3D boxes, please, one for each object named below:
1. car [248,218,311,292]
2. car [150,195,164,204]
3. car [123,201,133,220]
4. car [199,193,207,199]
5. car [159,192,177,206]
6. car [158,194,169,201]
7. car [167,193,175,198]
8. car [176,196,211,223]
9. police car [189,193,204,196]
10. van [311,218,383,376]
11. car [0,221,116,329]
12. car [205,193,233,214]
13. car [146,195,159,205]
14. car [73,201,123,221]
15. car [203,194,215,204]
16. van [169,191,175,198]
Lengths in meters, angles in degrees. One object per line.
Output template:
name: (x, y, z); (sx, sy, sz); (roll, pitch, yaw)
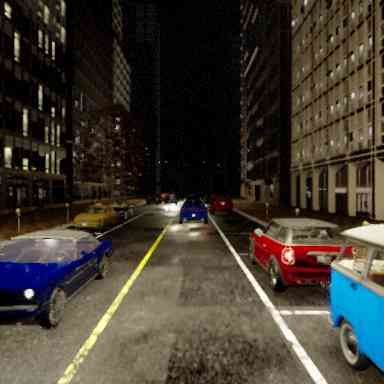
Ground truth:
car: (2.696, 1.380, 8.759); (1.967, 1.590, 4.097); (0, 0, 0)
car: (-5.671, 1.170, 54.311); (1.947, 1.339, 4.313); (0, 0, 0)
car: (-5.680, 1.368, 25.850); (2.008, 1.369, 4.403); (0, 0, 0)
car: (2.718, 0.942, 82.756); (1.947, 1.339, 4.313); (0, 0, 0)
car: (-3.069, 1.142, 48.173); (2.128, 1.511, 4.902); (0, 1, 0)
car: (-5.667, 1.096, 65.694); (1.802, 1.307, 4.206); (0, 0, 0)
car: (-5.661, 0.874, 88.463); (1.887, 1.381, 4.507); (0, 0, 0)
car: (0.106, 1.310, 23.809); (1.882, 1.535, 5.008); (0, 1, 0)
police car: (0.111, 1.127, 41.502); (1.930, 1.638, 5.238); (0, 1, 0)
van: (2.694, 1.320, 3.067); (1.690, 1.788, 3.998); (0, 0, 0)
car: (-3.098, 1.552, 6.984); (1.895, 1.301, 4.718); (0, 0, 0)
car: (2.704, 1.091, 31.526); (2.192, 1.841, 5.009); (0, 0, 0)
car: (-5.673, 1.199, 48.618); (2.008, 1.369, 4.403); (0, 0, 0)
car: (-5.682, 1.385, 19.986); (1.752, 1.417, 4.829); (0, 0, 0)
car: (2.710, 1.128, 54.465); (1.752, 1.417, 4.829); (0, 0, 0)
van: (-5.658, 0.623, 94.154); (1.690, 1.788, 3.998); (0, 0, 0)
